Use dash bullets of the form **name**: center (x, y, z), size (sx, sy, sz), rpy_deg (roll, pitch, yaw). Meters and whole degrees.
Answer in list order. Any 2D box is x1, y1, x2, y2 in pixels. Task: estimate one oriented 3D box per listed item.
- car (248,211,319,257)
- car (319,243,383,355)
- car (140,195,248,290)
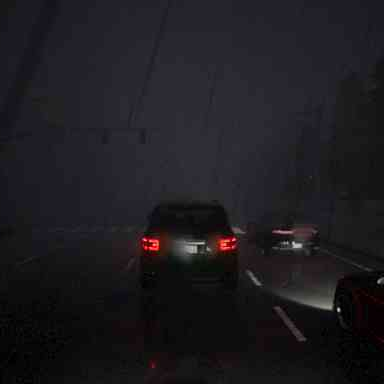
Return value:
- **car**: center (3.333, 1.491, 12.972), size (2.128, 1.511, 4.902), rpy_deg (0, 0, 0)
- **car**: center (3.424, 1.564, 4.064), size (1.994, 1.385, 4.181), rpy_deg (0, 0, -1)
- **car**: center (-0.100, 1.221, 9.215), size (2.150, 2.045, 5.566), rpy_deg (0, 0, -1)
